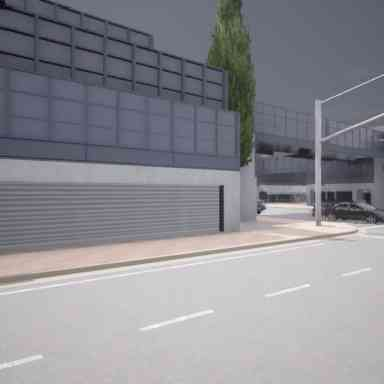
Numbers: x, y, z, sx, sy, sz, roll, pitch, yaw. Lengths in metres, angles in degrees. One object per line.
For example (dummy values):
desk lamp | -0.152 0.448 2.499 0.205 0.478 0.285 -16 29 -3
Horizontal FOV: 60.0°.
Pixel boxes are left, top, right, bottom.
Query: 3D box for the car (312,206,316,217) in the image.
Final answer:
car | 12.759 1.564 29.308 1.994 1.385 4.181 0 0 -37

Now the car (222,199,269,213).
car | 6.031 1.548 38.269 2.033 1.411 5.357 0 0 -37

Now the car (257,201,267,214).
car | 4.797 1.219 34.072 2.150 2.045 5.566 0 0 -37

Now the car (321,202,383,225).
car | 12.067 1.506 24.382 1.837 1.490 4.892 0 0 -37
